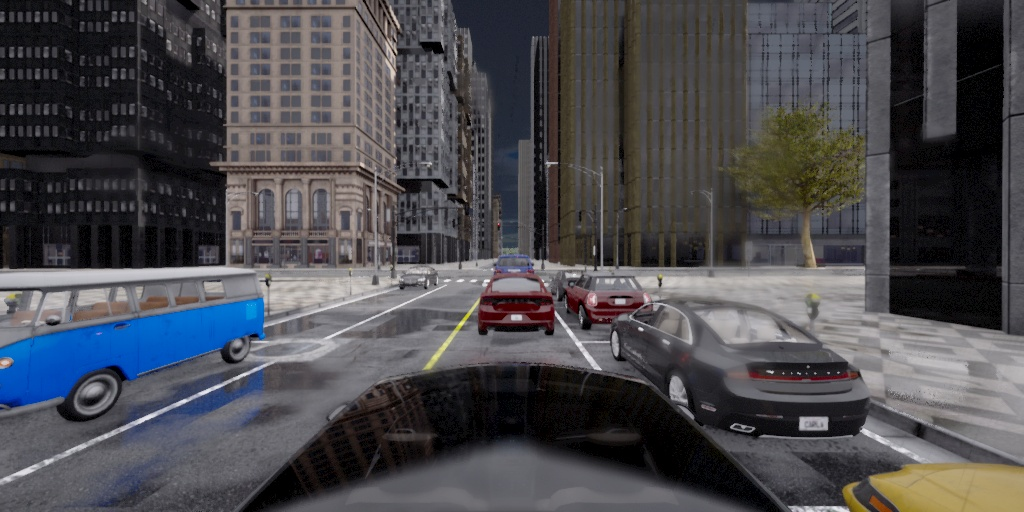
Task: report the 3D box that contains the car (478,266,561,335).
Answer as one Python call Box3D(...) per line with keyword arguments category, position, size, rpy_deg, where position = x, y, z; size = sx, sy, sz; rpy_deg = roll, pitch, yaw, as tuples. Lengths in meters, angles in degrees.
Box3D(category="car", position=(0.106, 1.223, 10.494), size=(1.882, 1.535, 5.008), rpy_deg=(0, 0, 0))

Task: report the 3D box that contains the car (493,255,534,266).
Box3D(category="car", position=(0.103, 0.961, 20.378), size=(2.150, 2.045, 5.566), rpy_deg=(0, 0, 0))

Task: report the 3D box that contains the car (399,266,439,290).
Box3D(category="car", position=(-5.732, 1.289, 22.402), size=(2.007, 1.370, 4.403), rpy_deg=(0, 0, 0))

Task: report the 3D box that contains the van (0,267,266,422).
Box3D(category="van", position=(-5.756, 1.089, 5.479), size=(1.690, 1.789, 3.998), rpy_deg=(0, 0, 0))

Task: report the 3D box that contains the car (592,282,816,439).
Box3D(category="car", position=(2.769, 1.299, 5.467), size=(2.007, 1.370, 4.403), rpy_deg=(0, 0, 0))

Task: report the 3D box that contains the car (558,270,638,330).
Box3D(category="car", position=(2.777, 1.185, 11.109), size=(1.967, 1.591, 4.097), rpy_deg=(0, 0, 0))
